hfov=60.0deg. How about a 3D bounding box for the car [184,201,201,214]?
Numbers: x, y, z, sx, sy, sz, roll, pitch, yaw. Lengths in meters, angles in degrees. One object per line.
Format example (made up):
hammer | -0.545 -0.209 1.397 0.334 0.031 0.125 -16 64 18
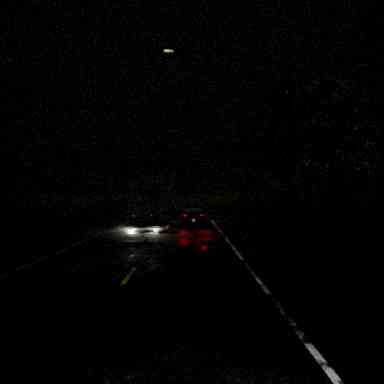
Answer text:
car | 0.102 1.908 42.080 2.033 1.411 5.357 0 -1 0

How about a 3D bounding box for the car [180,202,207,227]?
car | 0.097 1.741 24.620 1.812 1.442 4.674 0 -1 0

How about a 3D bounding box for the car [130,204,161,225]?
car | -3.580 1.706 26.203 1.882 1.535 5.008 0 0 0
